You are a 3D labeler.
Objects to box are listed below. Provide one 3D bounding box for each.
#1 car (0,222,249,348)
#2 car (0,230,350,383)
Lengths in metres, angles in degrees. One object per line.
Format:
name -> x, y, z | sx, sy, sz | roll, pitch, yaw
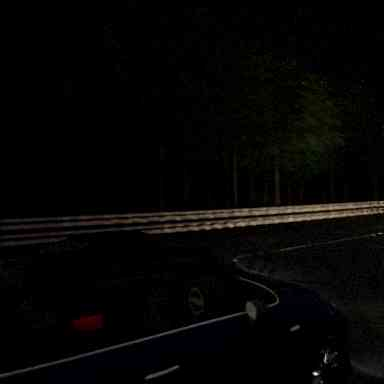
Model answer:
car -> -1.447, 1.546, 7.015 | 5.357, 1.411, 2.033 | 0, 0, -36
car -> -0.345, 1.352, 3.500 | 4.553, 1.767, 2.097 | 0, 0, -35
